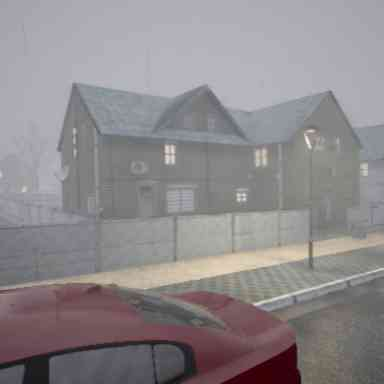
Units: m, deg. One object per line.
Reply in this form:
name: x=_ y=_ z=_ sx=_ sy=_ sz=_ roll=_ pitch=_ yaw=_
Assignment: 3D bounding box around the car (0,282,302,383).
car: x=-1.421 y=1.477 z=2.047 sx=5.008 sy=1.535 sz=1.882 roll=0 pitch=0 yaw=-35
